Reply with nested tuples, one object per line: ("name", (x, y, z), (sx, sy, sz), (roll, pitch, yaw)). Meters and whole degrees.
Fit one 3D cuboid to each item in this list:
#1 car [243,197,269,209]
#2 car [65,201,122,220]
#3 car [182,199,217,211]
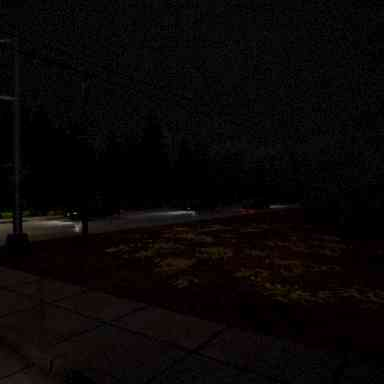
("car", (8.344, 1.360, 42.830), (2.128, 1.511, 4.902), (0, 0, 37))
("car", (-7.914, 1.498, 27.092), (1.837, 1.490, 4.892), (0, 0, 37))
("car", (0.912, 1.517, 38.998), (1.895, 1.301, 4.718), (0, 0, 37))
